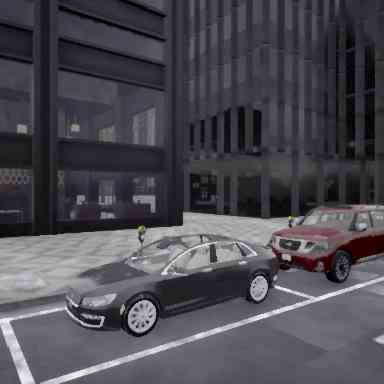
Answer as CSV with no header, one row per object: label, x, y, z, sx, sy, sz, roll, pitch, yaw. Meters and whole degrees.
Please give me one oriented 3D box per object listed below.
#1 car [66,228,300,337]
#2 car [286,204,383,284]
car,-0.151,1.551,6.539,4.403,1.369,2.008,0,0,-35
car,4.416,1.316,9.796,5.009,1.841,2.192,0,0,-35
